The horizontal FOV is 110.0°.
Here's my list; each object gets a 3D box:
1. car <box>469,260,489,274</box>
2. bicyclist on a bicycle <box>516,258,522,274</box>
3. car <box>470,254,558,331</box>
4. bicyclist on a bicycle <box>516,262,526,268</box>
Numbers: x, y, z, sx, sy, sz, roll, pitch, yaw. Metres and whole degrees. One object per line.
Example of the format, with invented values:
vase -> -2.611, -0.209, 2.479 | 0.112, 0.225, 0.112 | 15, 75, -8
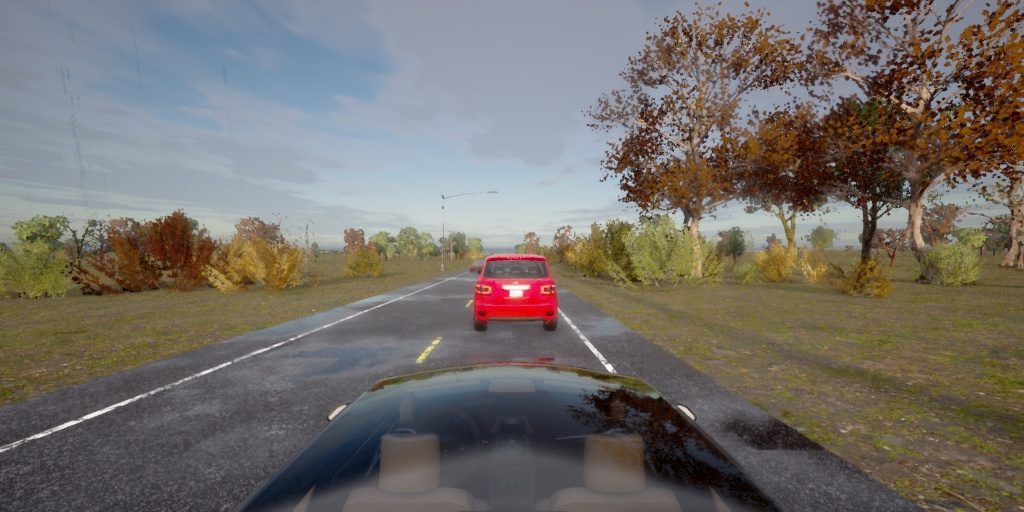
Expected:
car -> -3.810, 1.213, 41.916 | 1.882, 1.535, 5.008 | 0, 0, -1
bicyclist on a bicycle -> 0.771, 1.106, 40.266 | 0.659, 1.776, 1.843 | 0, 0, 0
car -> 0.075, 0.968, 11.074 | 2.150, 2.045, 5.566 | 0, 0, -1
bicyclist on a bicycle -> 0.850, 1.109, 30.253 | 0.659, 1.776, 1.843 | 0, 0, 0
